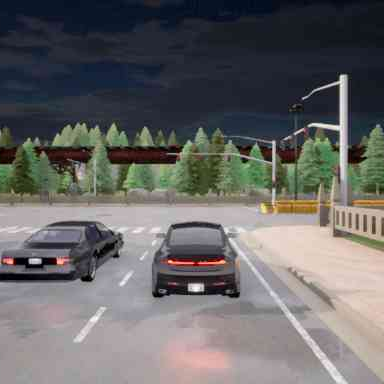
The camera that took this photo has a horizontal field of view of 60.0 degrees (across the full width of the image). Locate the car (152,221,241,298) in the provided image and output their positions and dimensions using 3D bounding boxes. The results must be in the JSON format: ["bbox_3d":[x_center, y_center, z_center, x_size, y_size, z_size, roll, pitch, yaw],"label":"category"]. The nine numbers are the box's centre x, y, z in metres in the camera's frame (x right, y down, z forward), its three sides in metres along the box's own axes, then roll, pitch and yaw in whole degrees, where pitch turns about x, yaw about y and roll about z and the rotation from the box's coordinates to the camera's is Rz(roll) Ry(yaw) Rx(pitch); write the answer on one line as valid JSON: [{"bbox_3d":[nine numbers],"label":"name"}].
[{"bbox_3d":[0.103,1.505,8.519,1.837,1.490,4.892,0,0,1],"label":"car"}]

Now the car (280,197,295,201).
[{"bbox_3d":[14.415,1.491,47.444,4.902,1.511,2.128,0,0,1],"label":"car"}]

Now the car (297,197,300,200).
[{"bbox_3d":[16.788,1.491,43.923,4.902,1.511,2.128,0,0,1],"label":"car"}]

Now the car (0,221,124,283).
[{"bbox_3d":[-3.383,1.547,9.709,2.033,1.411,5.357,0,0,0],"label":"car"}]

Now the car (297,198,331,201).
[{"bbox_3d":[15.738,1.600,40.433,4.718,1.301,1.895,0,0,1],"label":"car"}]
